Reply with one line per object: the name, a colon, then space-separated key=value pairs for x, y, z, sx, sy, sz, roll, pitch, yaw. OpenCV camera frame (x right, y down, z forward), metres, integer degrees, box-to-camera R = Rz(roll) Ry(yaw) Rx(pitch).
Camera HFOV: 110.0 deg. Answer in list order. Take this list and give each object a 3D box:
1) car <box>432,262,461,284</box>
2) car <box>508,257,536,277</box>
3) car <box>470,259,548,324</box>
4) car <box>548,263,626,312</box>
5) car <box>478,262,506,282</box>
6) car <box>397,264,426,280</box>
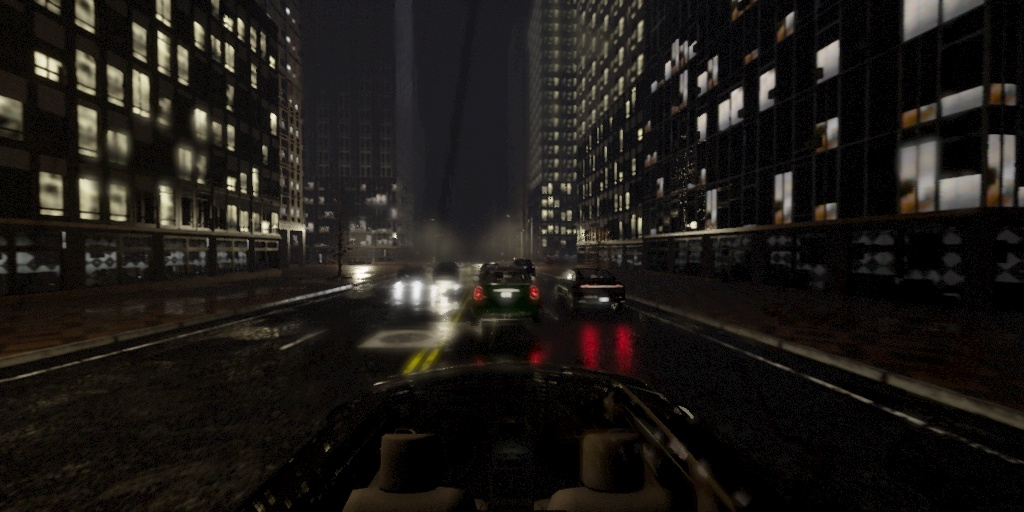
car: x=-4.960 y=1.200 z=27.413 sx=1.882 sy=1.535 sz=5.008 roll=0 pitch=0 yaw=-6
car: x=0.899 y=1.038 z=34.834 sx=2.097 sy=1.767 sz=4.553 roll=0 pitch=0 yaw=-7
car: x=-0.249 y=1.087 z=12.045 sx=2.097 sy=1.767 sz=4.553 roll=0 pitch=0 yaw=-3
car: x=2.893 y=1.213 z=14.181 sx=2.128 sy=1.511 sz=4.902 roll=0 pitch=0 yaw=-3
car: x=-1.770 y=1.254 z=29.838 sx=2.033 sy=1.411 sz=5.357 roll=0 pitch=0 yaw=-7
car: x=-8.642 y=1.329 z=31.012 sx=1.895 sy=1.301 sz=4.718 roll=0 pitch=0 yaw=-7
